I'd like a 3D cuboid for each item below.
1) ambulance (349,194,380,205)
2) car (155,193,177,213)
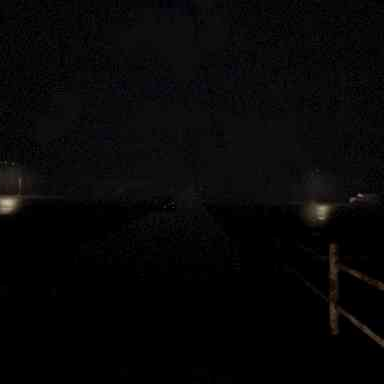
[{"bbox_3d":[39.374,1.603,76.033,6.366,2.431,2.351,1,1,0],"label":"ambulance"},{"bbox_3d":[-2.856,1.195,37.614,2.150,2.045,5.566,0,0,0],"label":"car"}]
